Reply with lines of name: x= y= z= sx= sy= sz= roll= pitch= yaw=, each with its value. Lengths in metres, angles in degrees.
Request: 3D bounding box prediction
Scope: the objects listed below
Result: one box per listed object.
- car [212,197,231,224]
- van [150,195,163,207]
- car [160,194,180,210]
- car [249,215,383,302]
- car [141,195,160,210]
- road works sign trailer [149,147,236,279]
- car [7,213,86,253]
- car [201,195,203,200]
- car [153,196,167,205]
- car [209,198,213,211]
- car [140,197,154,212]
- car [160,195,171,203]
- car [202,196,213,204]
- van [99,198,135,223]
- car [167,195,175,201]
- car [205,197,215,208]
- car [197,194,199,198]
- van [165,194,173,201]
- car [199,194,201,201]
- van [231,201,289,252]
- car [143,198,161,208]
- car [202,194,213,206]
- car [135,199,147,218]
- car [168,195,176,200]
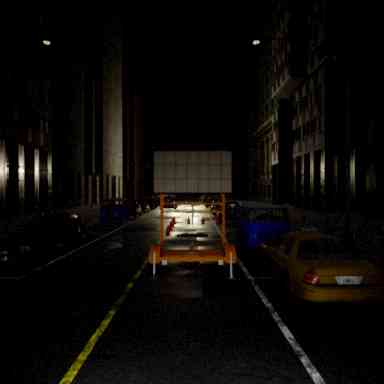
car: x=2.815 y=1.438 z=24.928 sx=1.967 sy=1.590 sz=4.097 roll=0 pitch=0 yaw=0
van: x=-5.648 y=1.340 z=53.119 sx=1.690 sy=1.788 sz=3.998 roll=0 pitch=0 yaw=0
car: x=-2.989 y=1.351 z=42.616 sx=2.097 sy=1.767 sz=4.553 roll=0 pitch=0 yaw=0
car: x=2.778 y=1.524 z=8.189 sx=1.752 sy=1.417 sz=4.829 roll=0 pitch=0 yaw=0
car: x=-5.673 y=1.313 z=41.845 sx=2.192 sy=1.841 sz=5.009 roll=0 pitch=0 yaw=0
road works sign trailer: x=0.022 y=0.463 z=9.977 sx=2.380 sy=3.560 sz=2.880 roll=0 pitch=0 yaw=0
car: x=-5.735 y=1.564 z=13.661 sx=1.947 sy=1.339 sz=4.313 roll=0 pitch=0 yaw=0
car: x=2.878 y=1.565 z=53.109 sx=1.947 sy=1.339 sz=4.313 roll=0 pitch=0 yaw=0
car: x=-5.635 y=1.439 z=58.755 sx=1.967 sy=1.590 sz=4.097 roll=0 pitch=0 yaw=0
car: x=2.828 y=1.524 z=30.734 sx=1.752 sy=1.417 sz=4.829 roll=0 pitch=0 yaw=0
car: x=-5.685 y=1.564 z=36.208 sx=1.947 sy=1.339 sz=4.313 roll=0 pitch=0 yaw=0
car: x=-5.610 y=1.440 z=70.029 sx=1.967 sy=1.590 sz=4.097 roll=0 pitch=0 yaw=0
car: x=2.903 y=1.544 z=64.382 sx=1.887 sy=1.381 sz=4.507 roll=0 pitch=0 yaw=0
van: x=-5.711 y=1.339 z=24.935 sx=1.690 sy=1.788 sz=3.998 roll=0 pitch=0 yaw=0
car: x=-5.573 y=1.527 z=86.769 sx=1.752 sy=1.417 sz=4.829 roll=0 pitch=0 yaw=0
car: x=2.840 y=1.549 z=36.200 sx=2.008 sy=1.369 sz=4.403 roll=0 pitch=0 yaw=0
car: x=2.940 y=1.440 z=81.290 sx=1.967 sy=1.590 sz=4.097 roll=0 pitch=0 yaw=0
van: x=-5.585 y=1.341 z=81.302 sx=1.690 sy=1.788 sz=3.998 roll=0 pitch=0 yaw=0
car: x=2.890 y=1.314 z=58.746 sx=2.192 sy=1.841 sz=5.009 roll=0 pitch=0 yaw=0
van: x=2.789 y=1.340 z=13.655 sx=1.690 sy=1.788 sz=3.998 roll=0 pitch=0 yaw=0
car: x=-5.660 y=1.543 z=47.482 sx=1.887 sy=1.381 sz=4.507 roll=0 pitch=0 yaw=0
car: x=2.865 y=1.439 z=47.472 sx=1.967 sy=1.590 sz=4.097 roll=0 pitch=0 yaw=0
car: x=-5.697 y=1.564 z=30.572 sx=1.947 sy=1.339 sz=4.313 roll=0 pitch=0 yaw=0
car: x=-5.560 y=1.554 z=92.575 sx=2.008 sy=1.369 sz=4.403 roll=0 pitch=0 yaw=0
